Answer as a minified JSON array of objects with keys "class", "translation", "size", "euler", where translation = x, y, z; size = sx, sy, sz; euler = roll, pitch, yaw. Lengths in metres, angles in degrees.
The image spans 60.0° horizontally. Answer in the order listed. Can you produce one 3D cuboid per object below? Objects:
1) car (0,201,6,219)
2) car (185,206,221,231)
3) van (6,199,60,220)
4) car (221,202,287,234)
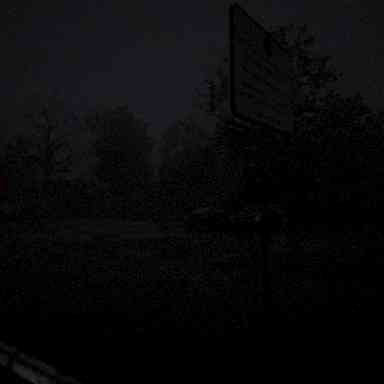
[{"class":"car","translation":[-17.823,2.014,35.314],"size":[1.946,1.575,5.366],"euler":[-2,-1,35]},{"class":"car","translation":[1.349,1.610,21.576],"size":[2.002,1.452,4.674],"euler":[-1,0,35]},{"class":"van","translation":[-15.716,1.713,33.465],"size":[1.878,1.987,4.442],"euler":[-2,-1,35]},{"class":"car","translation":[3.967,1.409,19.791],"size":[2.185,1.767,4.553],"euler":[-1,0,35]}]
